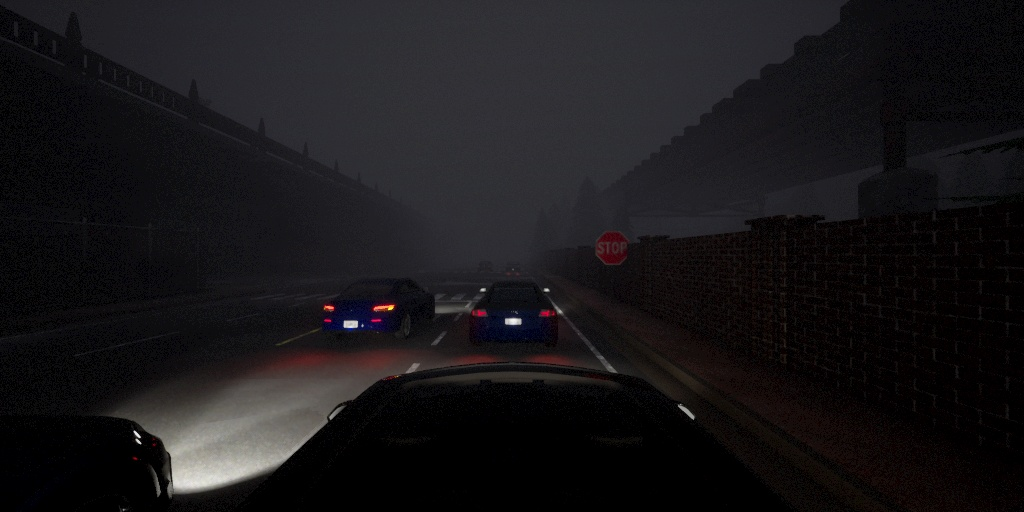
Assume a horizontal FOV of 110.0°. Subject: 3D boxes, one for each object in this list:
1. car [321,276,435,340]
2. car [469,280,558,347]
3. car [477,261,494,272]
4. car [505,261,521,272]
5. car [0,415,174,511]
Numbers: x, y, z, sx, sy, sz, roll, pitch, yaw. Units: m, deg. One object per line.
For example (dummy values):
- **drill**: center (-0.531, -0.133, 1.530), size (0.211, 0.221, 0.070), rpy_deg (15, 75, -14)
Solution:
- **car**: center (-3.412, 1.276, 9.880), size (1.812, 1.442, 4.674), rpy_deg (0, 0, 0)
- **car**: center (0.069, 1.314, 9.357), size (1.994, 1.385, 4.181), rpy_deg (0, 0, 1)
- **car**: center (-3.393, 1.297, 46.000), size (2.033, 1.411, 5.357), rpy_deg (0, 0, -1)
- **car**: center (0.102, 1.351, 46.168), size (1.895, 1.301, 4.718), rpy_deg (0, 0, -1)
- **car**: center (-3.399, 1.314, 0.784), size (1.994, 1.385, 4.181), rpy_deg (0, 0, 0)
